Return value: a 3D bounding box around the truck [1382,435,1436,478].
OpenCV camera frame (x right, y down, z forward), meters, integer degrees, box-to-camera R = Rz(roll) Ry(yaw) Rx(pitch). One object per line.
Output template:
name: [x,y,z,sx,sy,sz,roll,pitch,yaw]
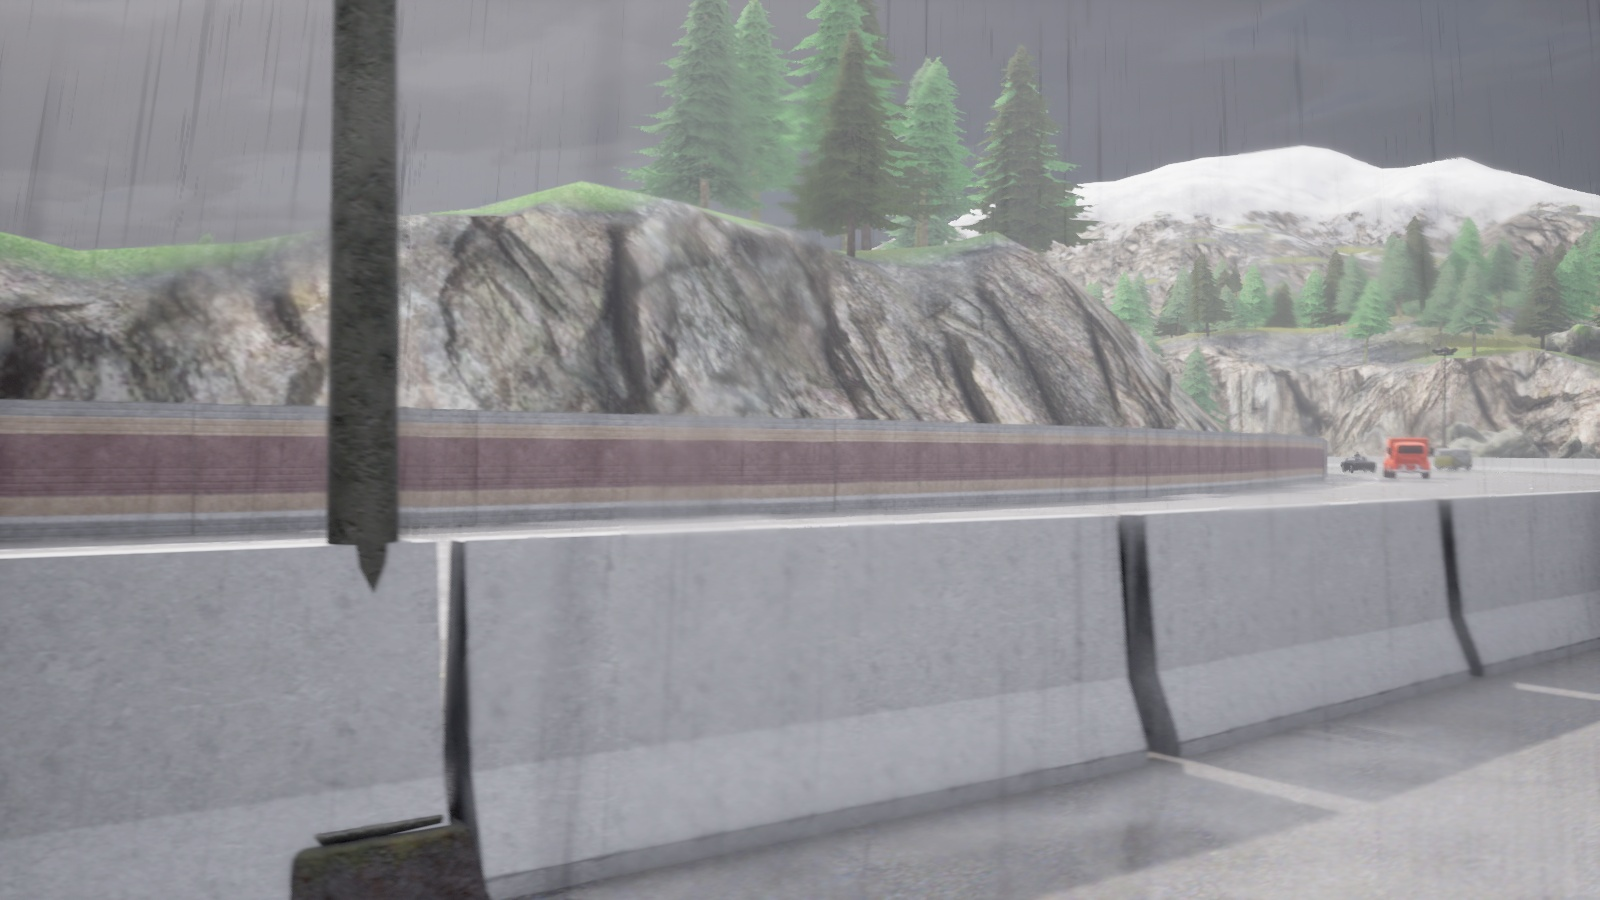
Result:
truck: [36.799,0.366,76.004,2.627,2.467,5.204,0,0,23]
